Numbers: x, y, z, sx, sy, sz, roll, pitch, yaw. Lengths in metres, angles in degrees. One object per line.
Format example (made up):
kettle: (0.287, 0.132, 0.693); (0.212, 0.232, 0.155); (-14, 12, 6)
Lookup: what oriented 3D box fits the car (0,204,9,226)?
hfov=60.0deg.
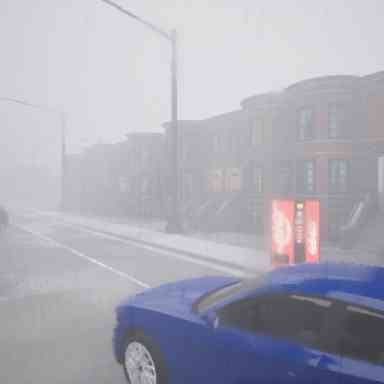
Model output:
car: (-13.710, 1.478, 22.475); (1.882, 1.535, 5.008); (0, 0, -36)

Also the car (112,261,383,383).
car: (1.292, 1.477, 3.312); (5.008, 1.535, 1.882); (0, 1, 37)

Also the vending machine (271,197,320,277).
vending machine: (2.941, 1.195, 9.479); (1.100, 2.100, 0.880); (0, 0, -40)
